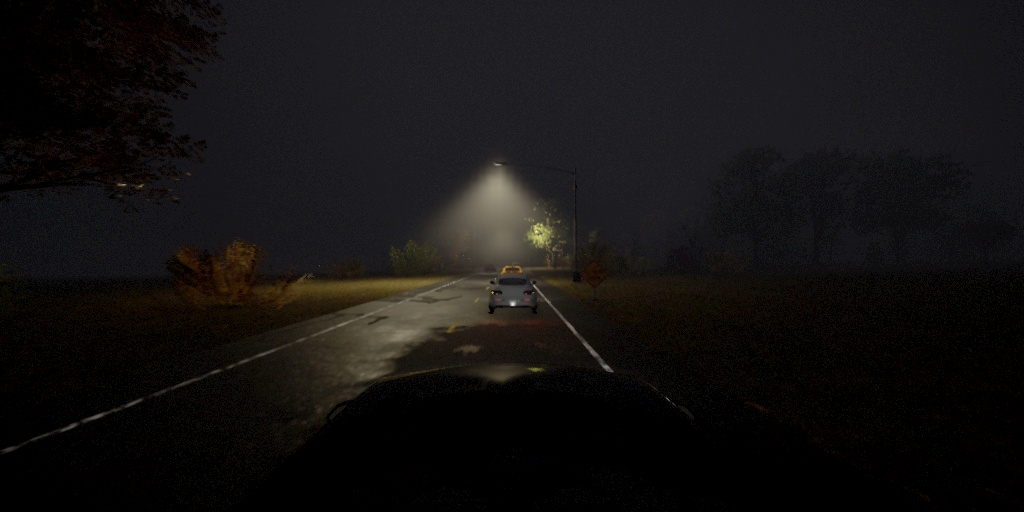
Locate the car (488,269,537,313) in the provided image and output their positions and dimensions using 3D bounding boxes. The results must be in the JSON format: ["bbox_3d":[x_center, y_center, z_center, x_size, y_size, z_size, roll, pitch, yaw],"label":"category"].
[{"bbox_3d":[0.048,1.449,14.801,1.812,1.442,4.674,0,-1,0],"label":"car"}]

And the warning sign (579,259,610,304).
[{"bbox_3d":[3.545,1.046,15.355,1.300,1.860,1.060,0,0,0],"label":"warning sign"}]

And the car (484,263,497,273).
[{"bbox_3d":[-3.574,1.975,59.361,1.882,1.535,5.008,0,-1,0],"label":"car"}]

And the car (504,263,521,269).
[{"bbox_3d":[0.046,1.605,30.374,1.882,1.535,5.008,0,0,0],"label":"car"}]
